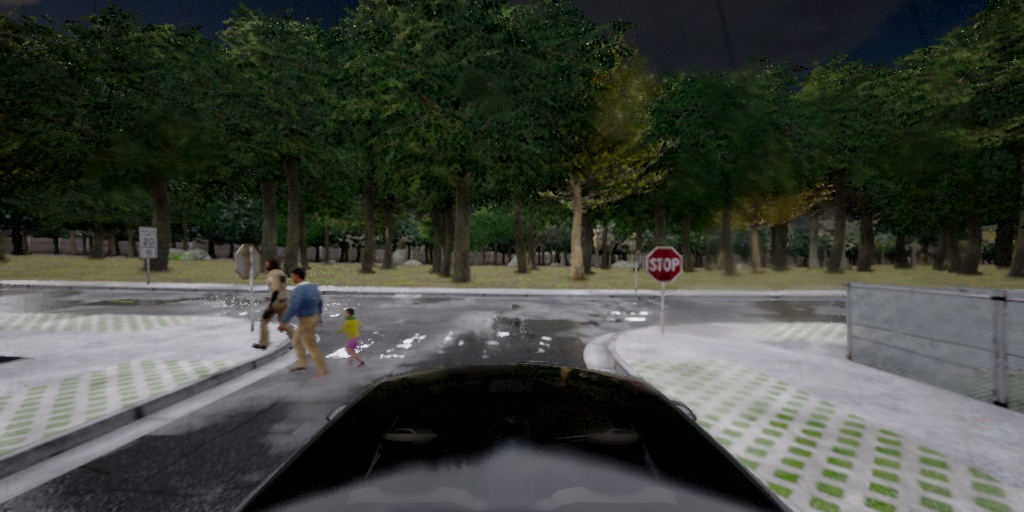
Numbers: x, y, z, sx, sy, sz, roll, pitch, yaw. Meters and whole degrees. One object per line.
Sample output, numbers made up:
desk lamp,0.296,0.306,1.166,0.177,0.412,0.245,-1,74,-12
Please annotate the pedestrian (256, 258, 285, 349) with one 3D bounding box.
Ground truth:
pedestrian,-4.653,0.915,7.010,0.375,1.860,0.375,-1,1,0

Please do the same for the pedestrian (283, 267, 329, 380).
pedestrian,-3.329,1.066,5.815,0.375,1.860,0.375,-1,1,0

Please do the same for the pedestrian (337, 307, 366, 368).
pedestrian,-2.819,1.449,6.421,0.500,1.100,0.500,-1,1,0
